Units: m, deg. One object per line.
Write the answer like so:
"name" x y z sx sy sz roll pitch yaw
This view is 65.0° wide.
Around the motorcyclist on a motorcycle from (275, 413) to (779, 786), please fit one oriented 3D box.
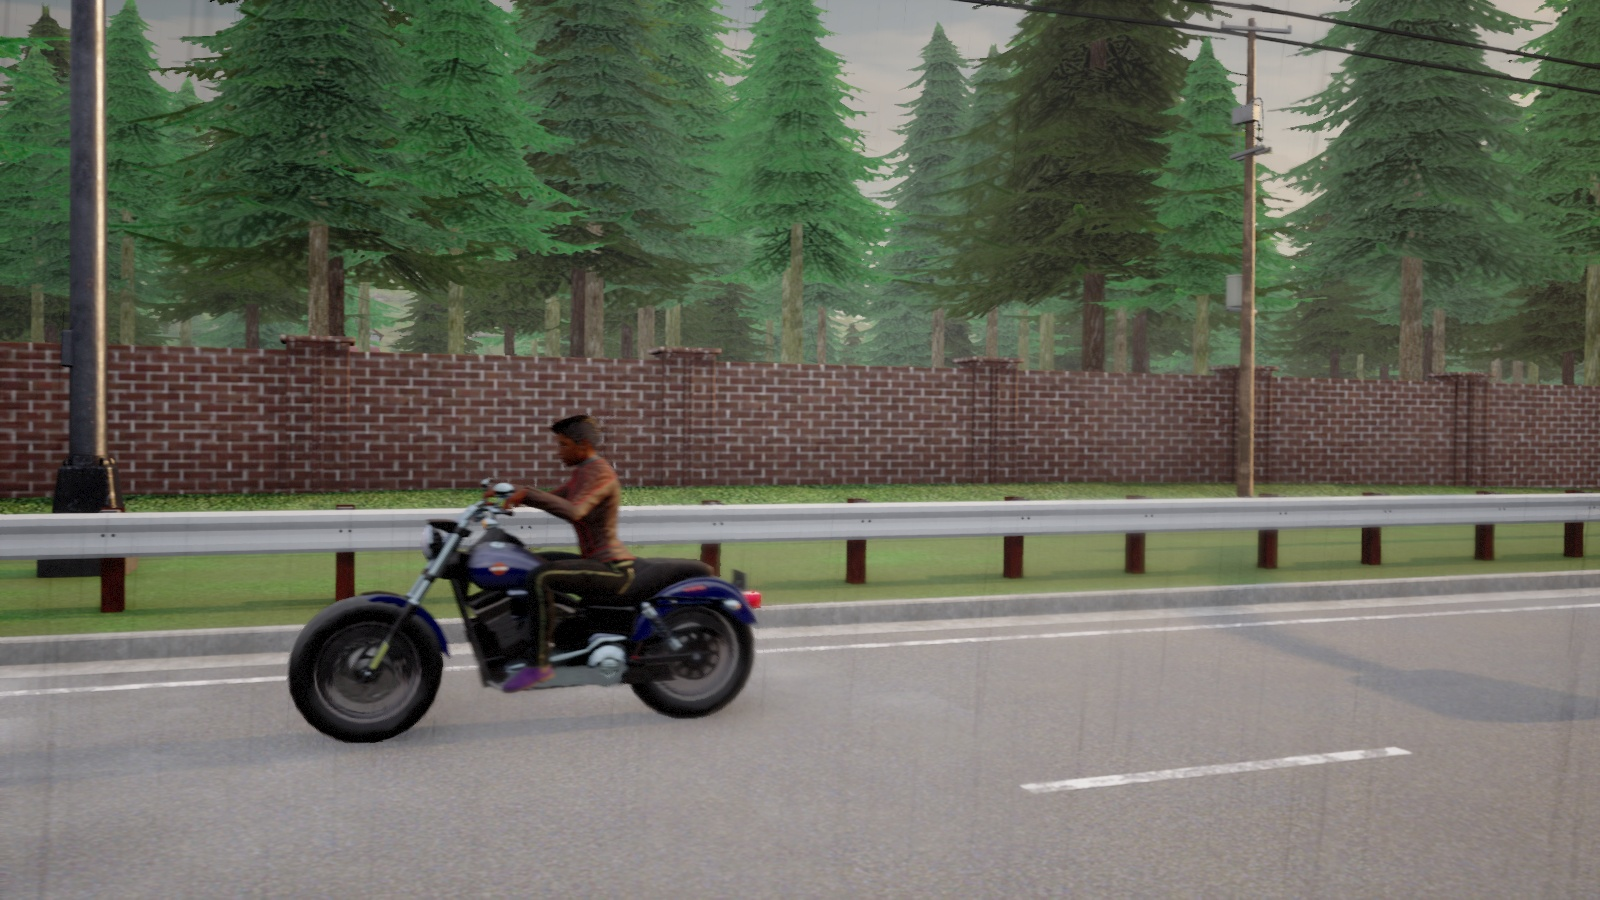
"motorcyclist on a motorcycle" -1.358 0.655 6.386 2.350 1.649 0.766 -1 1 -20
